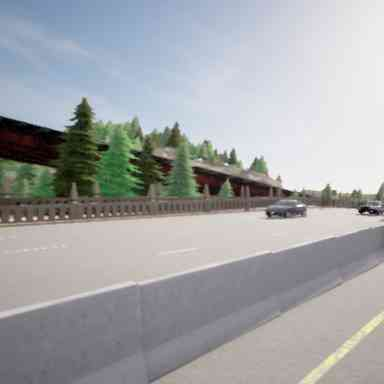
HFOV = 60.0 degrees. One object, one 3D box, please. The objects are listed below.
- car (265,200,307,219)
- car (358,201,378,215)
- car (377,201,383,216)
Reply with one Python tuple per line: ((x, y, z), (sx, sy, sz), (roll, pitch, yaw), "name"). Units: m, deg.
((8.150, 1.426, 28.457), (1.837, 1.490, 4.892), (2, 1, 44), "car")
((18.976, 1.625, 34.486), (2.033, 1.411, 5.357), (2, 1, 45), "car")
((17.994, 1.597, 28.495), (2.128, 1.511, 4.902), (2, 1, 45), "car")
